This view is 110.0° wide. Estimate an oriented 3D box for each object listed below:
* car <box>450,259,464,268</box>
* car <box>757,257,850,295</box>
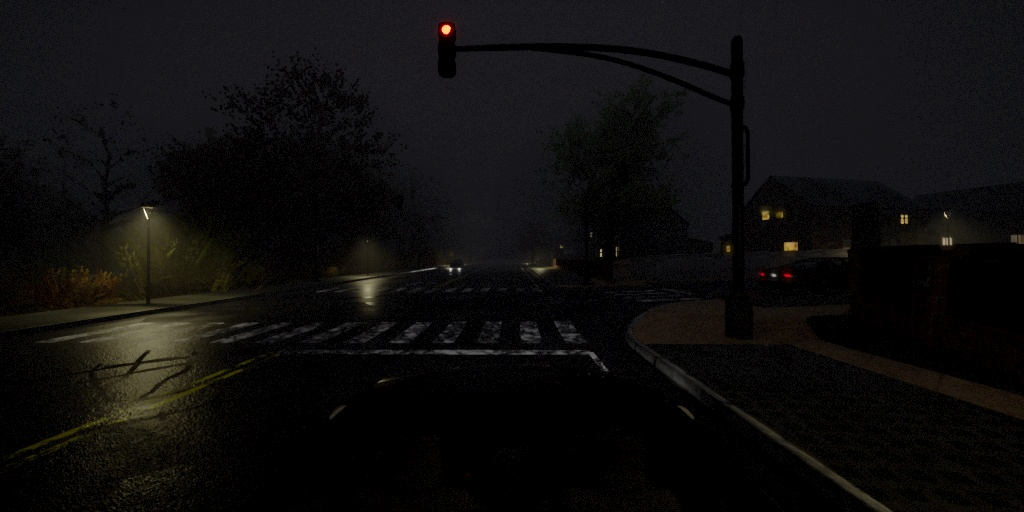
[{"bbox_3d":[-9.698,1.311,63.260,1.837,1.490,4.892,0,0,0],"label":"car"},{"bbox_3d":[12.835,0.746,14.387,5.357,1.411,2.033,-2,-1,-6],"label":"car"}]
